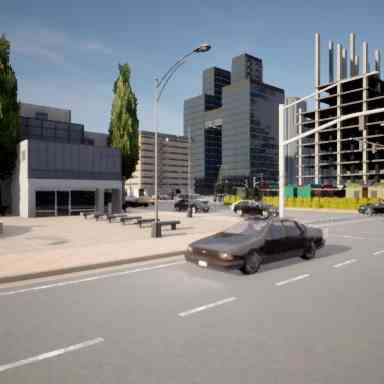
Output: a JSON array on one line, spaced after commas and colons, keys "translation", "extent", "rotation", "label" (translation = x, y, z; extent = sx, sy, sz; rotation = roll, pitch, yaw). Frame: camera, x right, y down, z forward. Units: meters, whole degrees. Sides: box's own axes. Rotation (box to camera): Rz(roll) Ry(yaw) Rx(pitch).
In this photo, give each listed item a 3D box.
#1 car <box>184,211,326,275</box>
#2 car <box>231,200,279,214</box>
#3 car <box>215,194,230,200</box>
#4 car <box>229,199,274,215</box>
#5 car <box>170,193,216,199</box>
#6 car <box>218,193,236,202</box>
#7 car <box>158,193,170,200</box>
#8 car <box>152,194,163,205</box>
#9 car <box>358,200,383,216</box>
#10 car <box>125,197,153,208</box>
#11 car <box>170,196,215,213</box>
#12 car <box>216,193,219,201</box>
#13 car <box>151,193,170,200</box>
[{"translation": [2.302, 1.547, 10.730], "extent": [5.357, 1.411, 2.033], "rotation": [0, 0, -41], "label": "car"}, {"translation": [5.810, 1.491, 29.340], "extent": [2.128, 1.511, 4.902], "rotation": [0, 0, -38], "label": "car"}, {"translation": [8.692, 1.395, 94.193], "extent": [3.806, 1.475, 1.970], "rotation": [0, 0, -40], "label": "car"}, {"translation": [6.115, 1.526, 34.639], "extent": [1.812, 1.442, 4.674], "rotation": [0, 0, -38], "label": "car"}, {"translation": [0.069, 1.219, 42.274], "extent": [2.150, 2.045, 5.566], "rotation": [0, 0, -38], "label": "car"}, {"translation": [7.941, 1.395, 67.807], "extent": [3.806, 1.475, 1.970], "rotation": [0, 0, -40], "label": "car"}, {"translation": [-6.472, 1.156, 85.110], "extent": [3.866, 1.878, 1.905], "rotation": [0, 0, -40], "label": "car"}, {"translation": [-7.067, 1.477, 51.357], "extent": [1.882, 1.535, 5.008], "rotation": [0, 0, -38], "label": "car"}, {"translation": [18.381, 1.491, 31.232], "extent": [4.902, 1.511, 2.128], "rotation": [0, 1, 28], "label": "car"}, {"translation": [-7.898, 1.601, 46.741], "extent": [1.895, 1.301, 4.718], "rotation": [0, 0, -38], "label": "car"}, {"translation": [-0.016, 1.504, 36.729], "extent": [1.837, 1.490, 4.892], "rotation": [0, 0, -38], "label": "car"}, {"translation": [6.099, 1.156, 70.041], "extent": [3.866, 1.878, 1.905], "rotation": [0, 0, -40], "label": "car"}, {"translation": [-8.280, 1.153, 87.371], "extent": [4.605, 1.855, 1.932], "rotation": [0, 0, -40], "label": "car"}]
